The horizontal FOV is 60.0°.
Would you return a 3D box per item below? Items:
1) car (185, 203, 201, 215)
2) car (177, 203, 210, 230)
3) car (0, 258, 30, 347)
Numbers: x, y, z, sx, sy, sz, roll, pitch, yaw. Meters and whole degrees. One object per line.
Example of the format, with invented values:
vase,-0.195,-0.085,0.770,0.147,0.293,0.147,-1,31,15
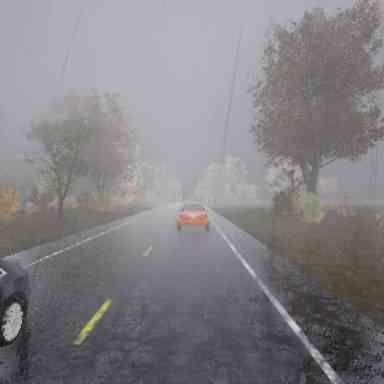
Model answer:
car,0.098,2.059,41.853,1.895,1.301,4.718,0,-1,0
car,0.092,1.584,22.953,2.097,1.767,4.553,0,-1,0
car,-3.596,1.541,3.623,1.837,1.490,4.892,0,-1,0
